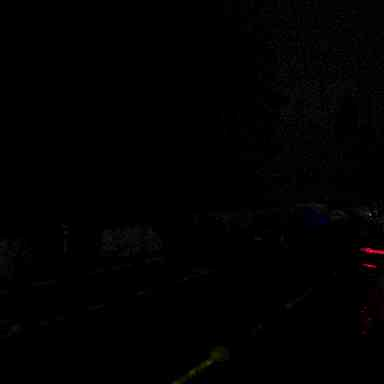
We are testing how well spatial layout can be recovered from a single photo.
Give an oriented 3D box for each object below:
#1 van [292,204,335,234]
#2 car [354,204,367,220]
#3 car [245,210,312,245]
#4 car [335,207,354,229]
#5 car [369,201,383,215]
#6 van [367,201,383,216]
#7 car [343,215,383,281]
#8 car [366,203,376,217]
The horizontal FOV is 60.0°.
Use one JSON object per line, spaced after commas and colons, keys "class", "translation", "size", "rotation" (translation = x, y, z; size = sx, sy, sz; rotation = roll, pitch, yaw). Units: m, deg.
{"class": "van", "translation": [7.625, 1.672, 21.433], "size": [1.690, 1.788, 3.998], "rotation": [0, -1, 37]}
{"class": "car", "translation": [14.161, 2.073, 30.118], "size": [1.947, 1.339, 4.313], "rotation": [0, -1, 37]}
{"class": "car", "translation": [4.353, 1.809, 17.086], "size": [1.947, 1.339, 4.313], "rotation": [0, -1, 37]}
{"class": "car", "translation": [10.790, 1.942, 25.639], "size": [1.752, 1.417, 4.829], "rotation": [0, -1, 37]}
{"class": "car", "translation": [20.701, 2.126, 38.808], "size": [1.967, 1.590, 4.097], "rotation": [0, -1, 37]}
{"class": "van", "translation": [23.971, 2.116, 43.153], "size": [1.690, 1.788, 3.998], "rotation": [0, -1, 37]}
{"class": "car", "translation": [6.076, 1.671, 9.623], "size": [2.128, 1.511, 4.902], "rotation": [0, -1, 37]}
{"class": "car", "translation": [17.329, 2.119, 34.327], "size": [1.752, 1.417, 4.829], "rotation": [0, -1, 37]}
